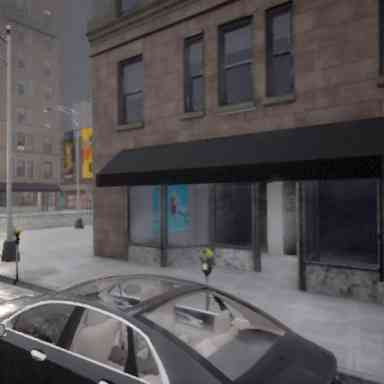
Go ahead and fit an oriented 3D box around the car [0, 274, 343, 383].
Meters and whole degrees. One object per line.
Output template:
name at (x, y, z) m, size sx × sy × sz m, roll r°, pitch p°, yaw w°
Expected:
car at (-0.814, 1.566, 3.437) m, size 4.403 × 1.369 × 2.008 m, roll 0°, pitch -1°, yaw 36°
